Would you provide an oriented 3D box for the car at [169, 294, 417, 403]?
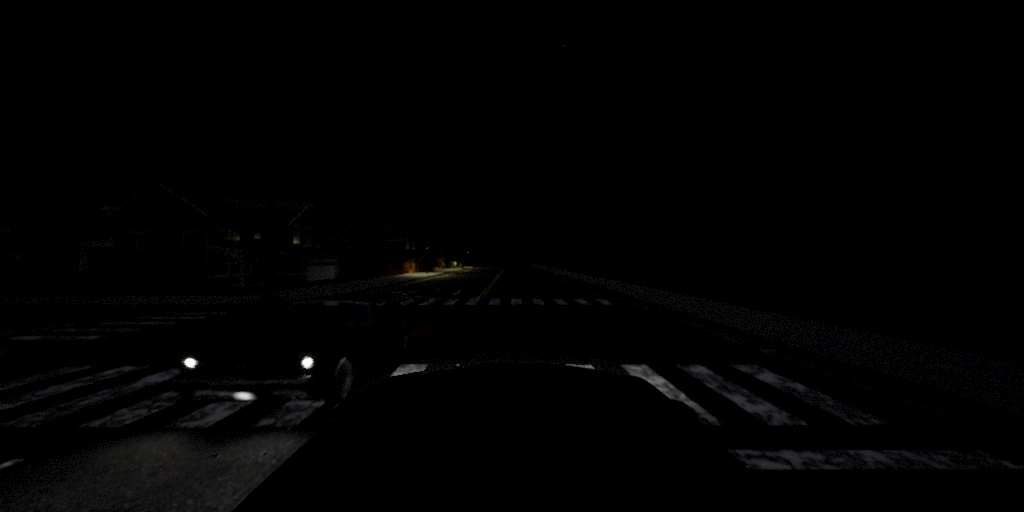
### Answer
[{"bbox_3d":[-3.253,1.419,6.565,1.895,1.301,4.718,0,-1,0],"label":"car"}]
